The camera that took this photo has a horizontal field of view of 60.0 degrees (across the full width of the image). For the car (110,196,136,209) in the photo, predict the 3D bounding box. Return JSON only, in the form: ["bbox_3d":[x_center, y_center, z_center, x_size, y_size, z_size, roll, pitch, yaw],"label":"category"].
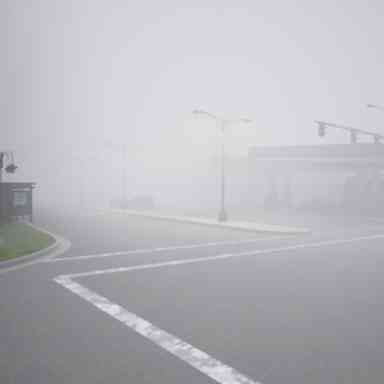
[{"bbox_3d":[-10.875,1.705,50.763,1.882,1.535,5.008,1,0,-35],"label":"car"}]

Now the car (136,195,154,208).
[{"bbox_3d":[-8.016,1.480,52.786,2.150,2.045,5.566,1,0,-35],"label":"car"}]

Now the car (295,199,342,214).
[{"bbox_3d":[14.053,1.614,38.035,2.242,1.667,4.611,1,0,-34],"label":"car"}]

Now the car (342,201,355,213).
[{"bbox_3d":[18.335,1.827,41.938,1.970,1.475,3.806,1,0,-34],"label":"car"}]
